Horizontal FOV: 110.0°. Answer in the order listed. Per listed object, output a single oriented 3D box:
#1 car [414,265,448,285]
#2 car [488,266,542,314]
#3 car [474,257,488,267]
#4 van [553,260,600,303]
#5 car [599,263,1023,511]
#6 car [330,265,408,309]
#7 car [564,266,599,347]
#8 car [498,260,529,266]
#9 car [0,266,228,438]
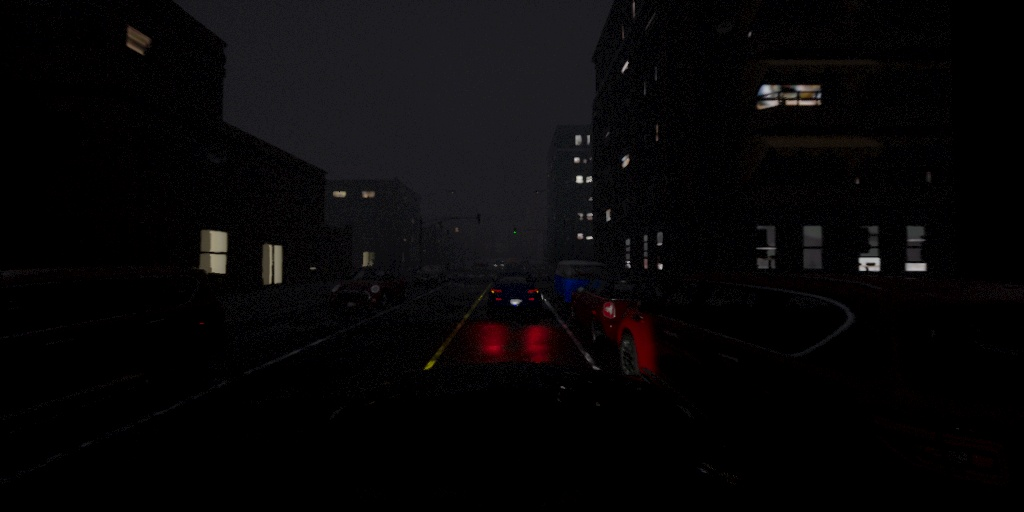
[{"bbox_3d":[-5.691,1.289,25.501,2.007,1.370,4.403,0,0,0],"label":"car"},{"bbox_3d":[0.098,1.270,13.577,1.812,1.442,4.674,0,0,0],"label":"car"},{"bbox_3d":[-5.769,1.264,63.457,1.888,1.381,4.507,0,0,0],"label":"car"},{"bbox_3d":[2.691,1.085,14.680,1.690,1.789,3.998,0,0,0],"label":"van"},{"bbox_3d":[2.691,1.064,3.865,2.192,1.841,5.009,0,0,0],"label":"car"},{"bbox_3d":[-5.690,1.184,14.687,1.967,1.591,4.097,0,0,0],"label":"car"},{"bbox_3d":[2.691,1.186,9.272,1.967,1.591,4.097,0,0,0],"label":"car"},{"bbox_3d":[0.098,1.285,29.393,2.033,1.411,5.357,0,0,0],"label":"car"},{"bbox_3d":[-5.690,1.063,3.872,2.192,1.841,5.009,0,0,0],"label":"car"}]
